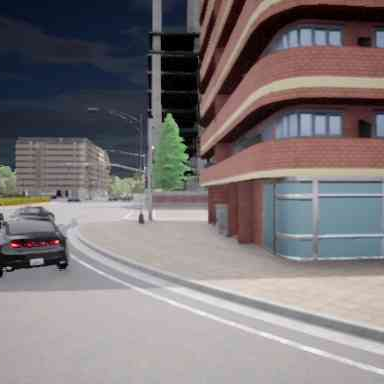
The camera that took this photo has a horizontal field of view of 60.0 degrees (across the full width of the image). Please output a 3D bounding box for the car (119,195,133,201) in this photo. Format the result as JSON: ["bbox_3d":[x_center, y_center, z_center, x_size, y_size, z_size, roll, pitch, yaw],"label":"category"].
[{"bbox_3d":[-17.177,1.714,86.834,1.812,1.442,4.674,0,0,-6],"label":"car"}]

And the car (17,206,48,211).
[{"bbox_3d":[-9.977,1.604,20.905,2.033,1.411,5.357,0,0,-14],"label":"car"}]

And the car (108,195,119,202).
[{"bbox_3d":[-20.659,1.734,86.483,2.033,1.411,5.357,0,0,-6],"label":"car"}]

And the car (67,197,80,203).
[{"bbox_3d":[-26.481,1.728,74.450,2.033,1.411,5.357,0,0,-6],"label":"car"}]

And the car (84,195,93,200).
[{"bbox_3d":[-28.066,1.706,90.164,1.837,1.490,4.892,0,0,-6],"label":"car"}]

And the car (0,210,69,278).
[{"bbox_3d":[-5.216,1.532,10.402,1.837,1.490,4.892,0,0,-33],"label":"car"}]
